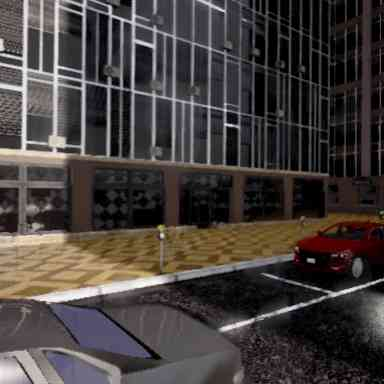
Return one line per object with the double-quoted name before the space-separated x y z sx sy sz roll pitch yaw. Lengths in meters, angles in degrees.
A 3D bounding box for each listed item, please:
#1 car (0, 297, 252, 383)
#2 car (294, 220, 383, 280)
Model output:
"car" -2.002 1.545 1.954 5.357 1.411 2.033 0 0 -36
"car" 4.989 1.579 10.116 4.507 1.381 1.887 0 0 -35
